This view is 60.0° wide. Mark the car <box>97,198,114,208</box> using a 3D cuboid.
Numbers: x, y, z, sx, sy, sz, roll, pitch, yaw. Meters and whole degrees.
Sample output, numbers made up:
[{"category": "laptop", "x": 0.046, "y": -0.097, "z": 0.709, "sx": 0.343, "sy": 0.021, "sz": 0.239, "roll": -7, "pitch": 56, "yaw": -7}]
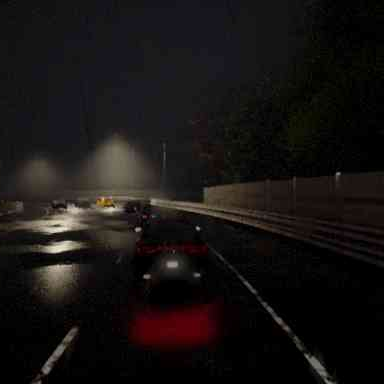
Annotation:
[{"category": "car", "x": -13.740, "y": 1.741, "z": 52.645, "sx": 1.882, "sy": 1.535, "sz": 5.008, "roll": 0, "pitch": 0, "yaw": -28}]

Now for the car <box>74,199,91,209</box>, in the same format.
[{"category": "car", "x": -16.796, "y": 1.751, "z": 50.922, "sx": 2.128, "sy": 1.511, "sz": 4.902, "roll": 0, "pitch": 0, "yaw": -28}]

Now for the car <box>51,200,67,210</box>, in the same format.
[{"category": "car", "x": -19.624, "y": 1.855, "z": 48.871, "sx": 1.895, "sy": 1.301, "sz": 4.718, "roll": 0, "pitch": 0, "yaw": -28}]

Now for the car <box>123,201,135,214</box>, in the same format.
[{"category": "car", "x": -6.710, "y": 1.750, "z": 38.010, "sx": 1.994, "sy": 1.385, "sz": 4.181, "roll": 0, "pitch": 0, "yaw": -16}]

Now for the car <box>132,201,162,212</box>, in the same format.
[{"category": "car", "x": -2.995, "y": 1.664, "z": 24.103, "sx": 2.033, "sy": 1.411, "sz": 5.357, "roll": 0, "pitch": 0, "yaw": -12}]

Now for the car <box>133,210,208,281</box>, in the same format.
[{"category": "car", "x": -0.714, "y": 1.526, "z": 10.111, "sx": 1.882, "sy": 1.535, "sz": 5.008, "roll": 0, "pitch": 0, "yaw": -6}]
